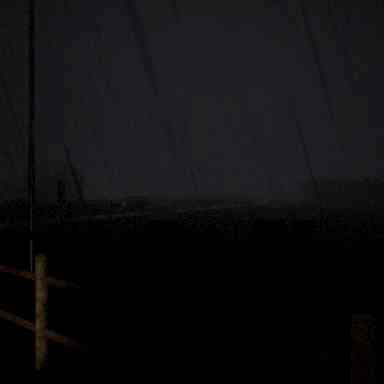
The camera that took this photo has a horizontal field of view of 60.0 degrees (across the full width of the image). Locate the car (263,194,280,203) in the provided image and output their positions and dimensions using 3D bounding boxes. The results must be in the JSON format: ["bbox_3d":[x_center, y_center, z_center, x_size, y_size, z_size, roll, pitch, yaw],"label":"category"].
[{"bbox_3d":[14.703,1.216,61.193,1.837,1.490,4.892,-1,0,34],"label":"car"}]

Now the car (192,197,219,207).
[{"bbox_3d":[1.998,1.427,47.806,1.895,1.301,4.718,-1,0,35],"label":"car"}]

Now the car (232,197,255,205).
[{"bbox_3d":[8.023,1.373,51.429,1.895,1.301,4.718,-1,0,34],"label":"car"}]

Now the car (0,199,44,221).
[{"bbox_3d":[-13.694,1.301,25.050,2.097,1.767,4.553,-1,0,36],"label":"car"}]

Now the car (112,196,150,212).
[{"bbox_3d":[-6.530,1.246,35.402,2.097,1.767,4.553,-1,0,34],"label":"car"}]
